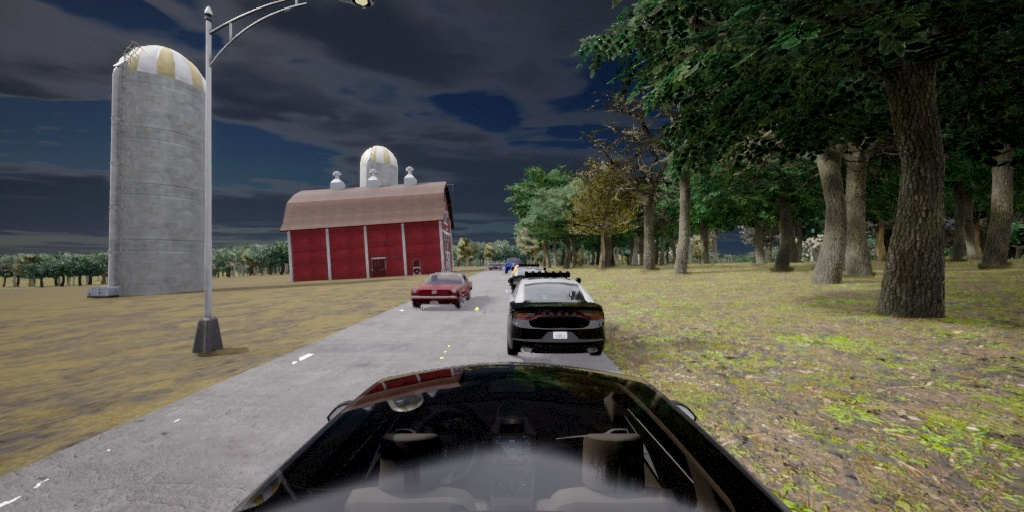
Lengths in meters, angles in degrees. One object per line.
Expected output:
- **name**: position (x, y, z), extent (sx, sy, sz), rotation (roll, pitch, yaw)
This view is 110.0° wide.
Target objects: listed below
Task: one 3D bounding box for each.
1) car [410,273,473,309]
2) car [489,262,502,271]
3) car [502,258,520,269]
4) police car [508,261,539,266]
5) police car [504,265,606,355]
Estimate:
- **car**: position (-2.804, 1.386, 15.158), extent (1.895, 1.301, 4.718), rotation (0, 0, 0)
- **car**: position (-2.640, 1.704, 57.454), extent (1.994, 1.385, 4.181), rotation (0, -1, 0)
- **car**: position (0.200, 1.261, 47.317), extent (2.150, 2.045, 5.566), rotation (0, 0, 0)
- **police car**: position (0.885, 1.230, 18.840), extent (1.930, 1.638, 5.238), rotation (0, 0, 0)
- **police car**: position (0.850, 1.187, 8.837), extent (1.930, 1.638, 5.238), rotation (0, 0, 0)
